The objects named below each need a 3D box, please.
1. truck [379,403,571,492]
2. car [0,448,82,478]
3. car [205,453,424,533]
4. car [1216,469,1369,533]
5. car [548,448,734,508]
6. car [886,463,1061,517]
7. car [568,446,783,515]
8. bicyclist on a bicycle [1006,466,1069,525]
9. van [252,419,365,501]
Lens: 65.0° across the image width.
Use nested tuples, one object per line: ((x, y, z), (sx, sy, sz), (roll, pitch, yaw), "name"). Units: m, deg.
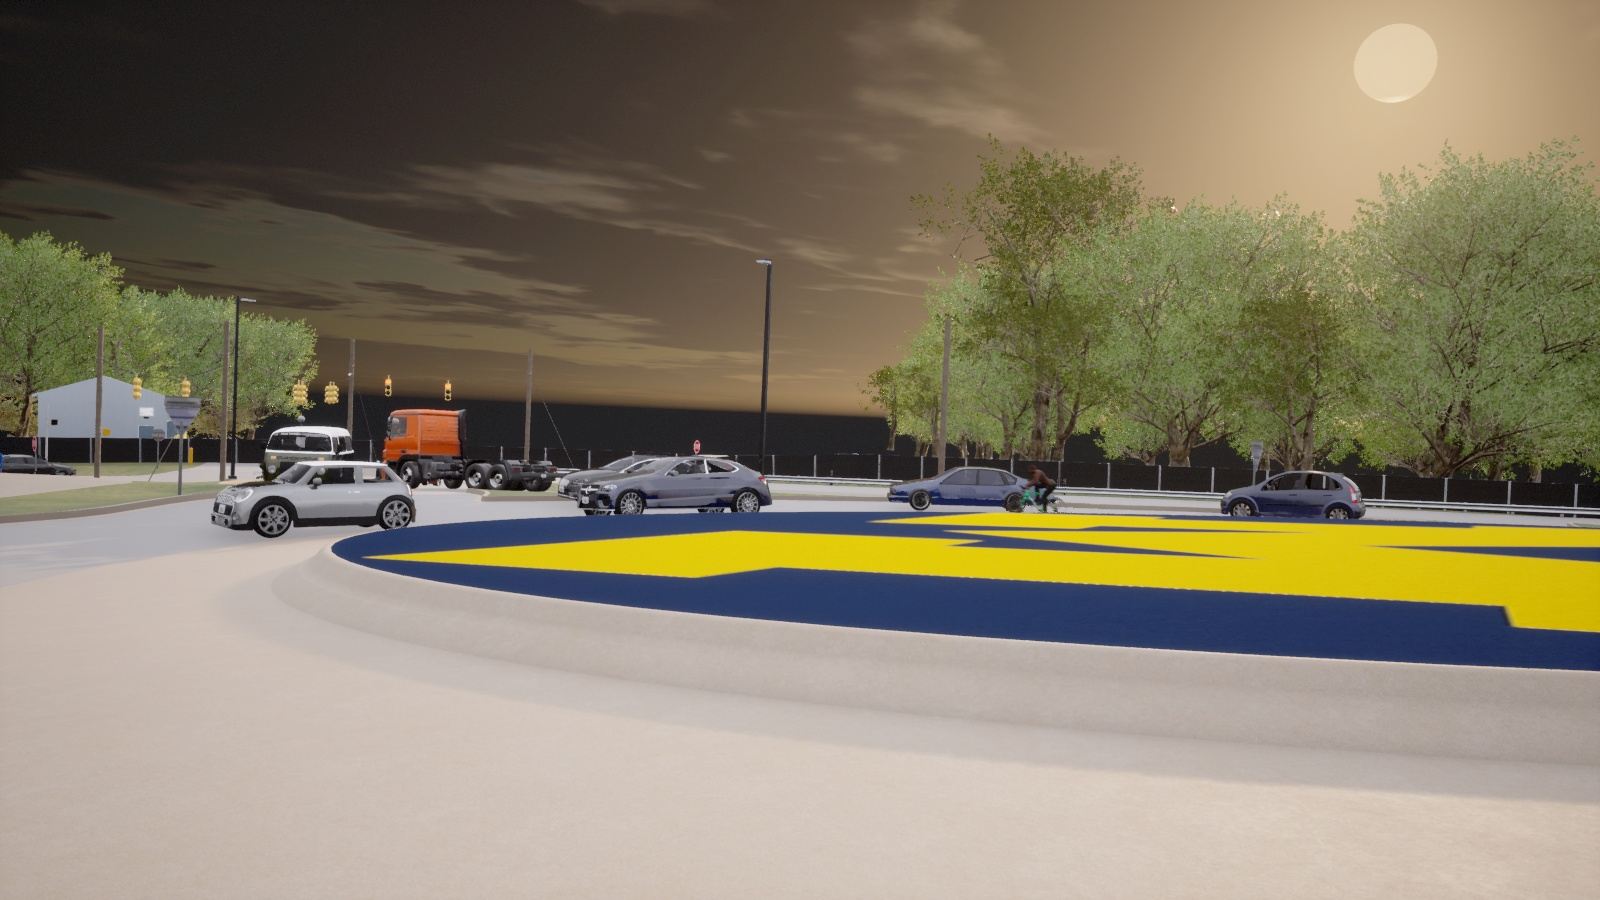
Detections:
((-13.637, -0.136, 52.391), (7.936, 3.462, 2.891), (1, -1, 31), "truck")
((-42.321, 0.721, 68.705), (1.837, 1.490, 4.892), (4, 2, 43), "car")
((-10.118, 0.857, 26.274), (3.806, 1.475, 1.970), (1, 2, -40), "car")
((14.694, 1.478, 37.502), (3.988, 1.617, 1.851), (3, 1, 30), "car")
((-4.641, 0.828, 36.848), (4.902, 1.511, 2.128), (2, 2, -30), "car")
((5.473, 1.269, 40.172), (5.357, 1.411, 2.033), (2, 2, 3), "car")
((-3.150, 0.800, 32.222), (5.027, 1.651, 2.152), (2, -1, -33), "car")
((6.654, 1.269, 35.241), (1.656, 1.620, 0.582), (1, -1, 4), "bicyclist on a bicycle")
((-13.521, 0.253, 34.790), (2.069, 2.038, 4.480), (3, 0, -11), "van")
